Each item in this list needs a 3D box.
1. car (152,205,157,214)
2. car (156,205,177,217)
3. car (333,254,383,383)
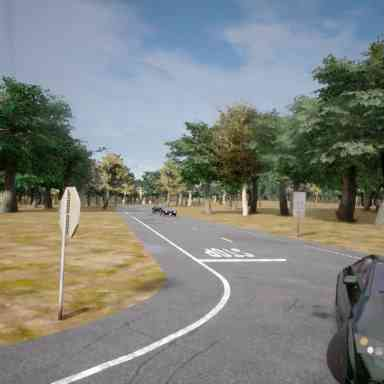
[{"bbox_3d":[-5.751,2.962,56.899,1.882,1.535,5.008,3,-2,-14],"label":"car"},{"bbox_3d":[-3.489,2.851,48.054,1.895,1.301,4.718,3,-2,-13],"label":"car"},{"bbox_3d":[3.130,1.643,4.656,1.994,1.385,4.181,1,-1,22],"label":"car"}]
